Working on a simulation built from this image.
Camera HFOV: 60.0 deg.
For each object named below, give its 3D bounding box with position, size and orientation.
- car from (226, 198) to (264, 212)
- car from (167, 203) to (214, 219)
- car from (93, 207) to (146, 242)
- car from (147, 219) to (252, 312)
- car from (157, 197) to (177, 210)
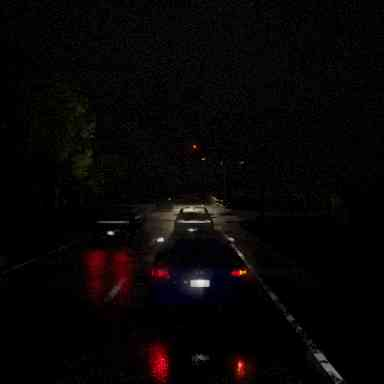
[{"bbox_3d":[6.563,1.512,41.386,4.553,1.767,2.097,0,-1,24],"label":"car"},{"bbox_3d":[0.093,1.495,16.721,2.128,1.511,4.902,0,0,0],"label":"car"},{"bbox_3d":[-3.411,1.495,16.368,2.128,1.511,4.902,0,0,0],"label":"car"},{"bbox_3d":[0.103,1.566,7.818,1.994,1.385,4.181,0,0,-1],"label":"car"},{"bbox_3d":[-3.429,1.499,42.862,2.128,1.511,4.902,0,0,0],"label":"car"}]
